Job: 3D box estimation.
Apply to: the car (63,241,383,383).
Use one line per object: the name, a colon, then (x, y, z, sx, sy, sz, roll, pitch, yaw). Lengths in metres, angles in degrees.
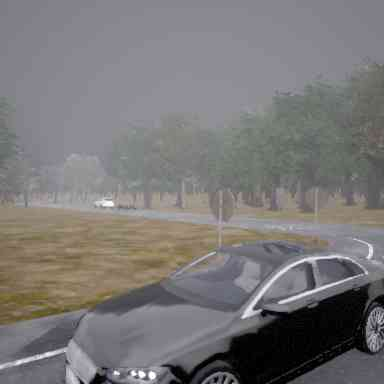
car: (0.892, 1.498, 4.502, 4.902, 1.511, 2.128, 0, 0, -35)

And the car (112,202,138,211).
car: (-10.231, 2.234, 51.794, 1.895, 1.301, 4.718, 2, -2, -34)

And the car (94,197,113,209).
car: (-15.941, 2.020, 60.095, 2.150, 2.045, 5.566, 2, -2, -34)
